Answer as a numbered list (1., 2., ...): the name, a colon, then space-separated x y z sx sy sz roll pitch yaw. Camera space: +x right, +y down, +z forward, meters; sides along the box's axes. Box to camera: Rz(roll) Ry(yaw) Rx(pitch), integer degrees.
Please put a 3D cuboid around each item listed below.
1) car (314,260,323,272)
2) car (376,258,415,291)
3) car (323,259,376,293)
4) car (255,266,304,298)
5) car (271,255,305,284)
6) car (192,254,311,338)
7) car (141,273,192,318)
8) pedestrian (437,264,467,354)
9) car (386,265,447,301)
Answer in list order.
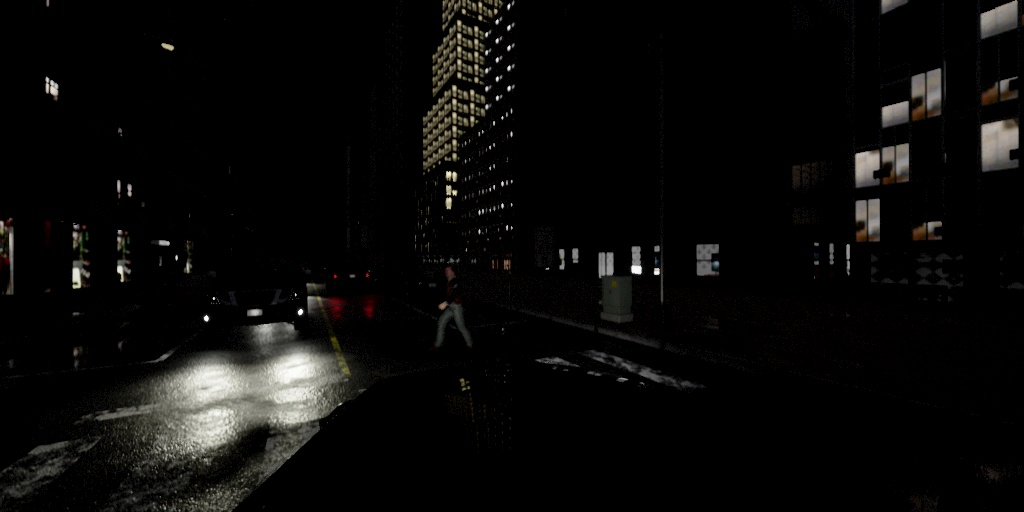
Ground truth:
1. car: -23.607 1.248 45.036 1.837 1.490 4.892 0 0 -30
2. car: -7.270 1.054 22.089 2.192 1.841 5.009 0 0 -30
3. car: -9.548 1.093 20.848 2.097 1.767 4.553 0 0 -30
4. car: -12.364 1.306 19.329 1.994 1.385 4.181 0 0 -30
5. car: -17.739 0.964 28.591 2.150 2.045 5.566 0 0 -30
6. car: -7.361 0.967 10.717 2.150 2.045 5.566 0 0 -30
7. car: -11.740 1.290 13.104 1.888 1.381 4.507 0 0 -30
8. pedestrian: -1.203 1.040 7.176 0.375 1.860 0.375 0 0 -30
9. car: -4.494 1.306 17.314 1.948 1.339 4.313 0 0 -30
